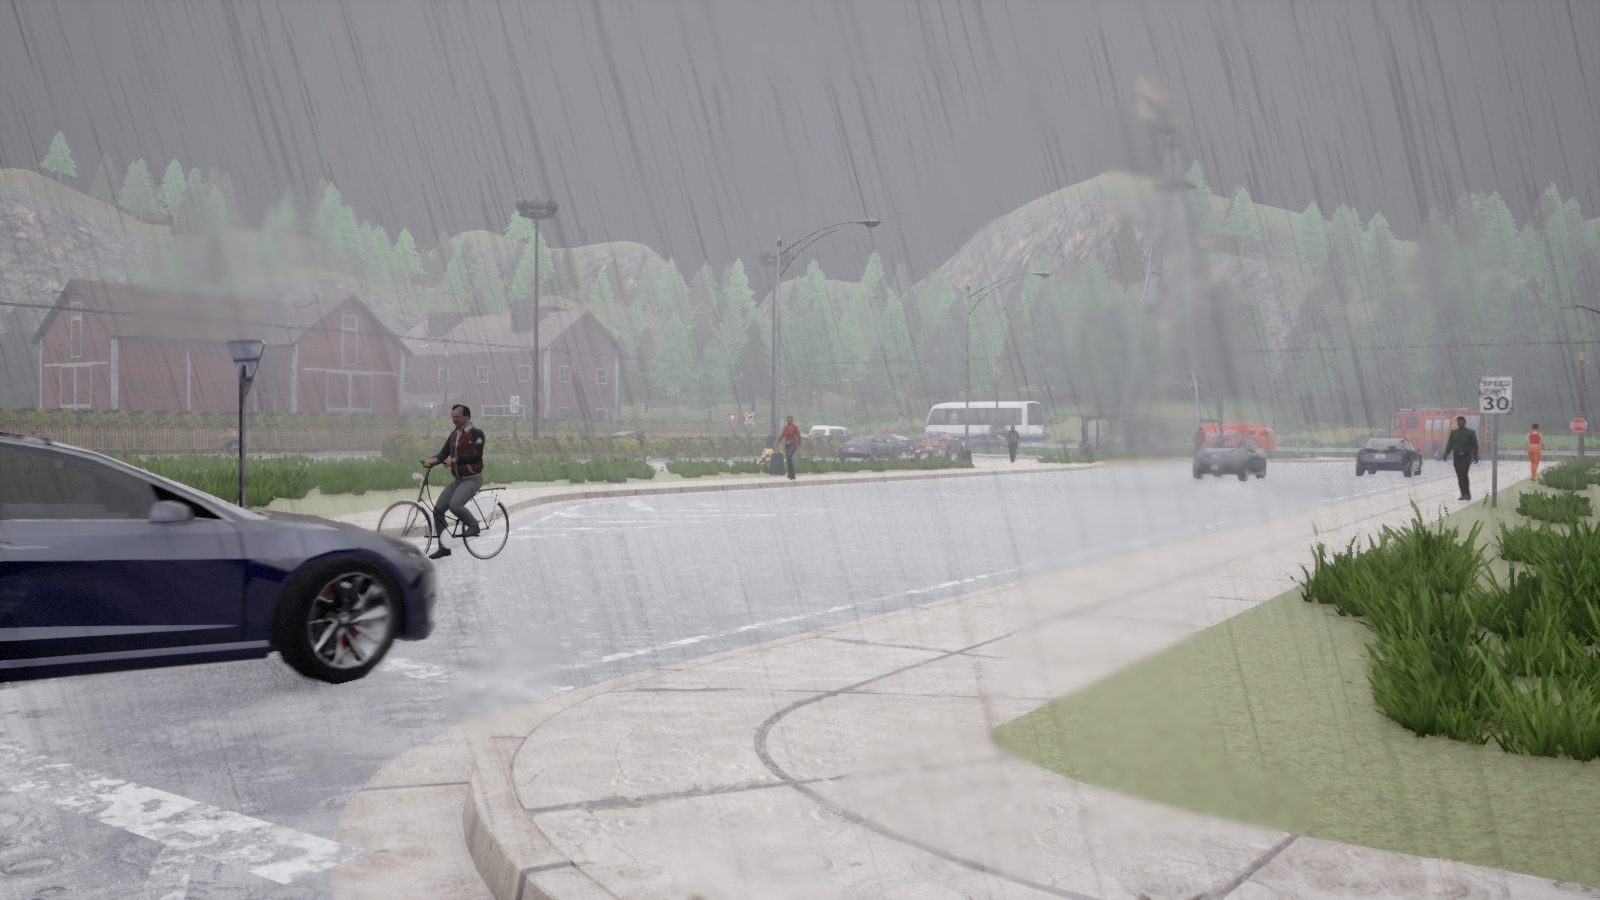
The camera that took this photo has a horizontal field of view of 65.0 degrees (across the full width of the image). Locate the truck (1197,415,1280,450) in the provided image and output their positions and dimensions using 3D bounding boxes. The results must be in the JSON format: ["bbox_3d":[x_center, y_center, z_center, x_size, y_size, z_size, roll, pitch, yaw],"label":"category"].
[{"bbox_3d":[31.824,-1.287,91.120,5.204,2.467,2.627,0,1,34],"label":"truck"}]

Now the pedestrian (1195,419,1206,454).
[{"bbox_3d":[21.995,-0.754,68.937,0.396,1.930,0.692,0,1,34],"label":"pedestrian"}]

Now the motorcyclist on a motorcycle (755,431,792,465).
[{"bbox_3d":[-1.230,-0.115,59.416,0.866,1.590,1.817,0,1,33],"label":"motorcyclist on a motorcycle"}]

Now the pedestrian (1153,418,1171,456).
[{"bbox_3d":[19.031,-0.687,66.056,0.659,1.952,0.873,0,1,36],"label":"pedestrian"}]

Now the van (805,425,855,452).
[{"bbox_3d":[2.327,-0.878,96.108,2.069,2.038,4.480,0,1,27],"label":"van"}]

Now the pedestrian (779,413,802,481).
[{"bbox_3d":[-0.268,-0.086,34.769,0.331,1.846,0.636,0,1,32],"label":"pedestrian"}]

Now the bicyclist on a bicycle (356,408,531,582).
[{"bbox_3d":[-3.862,0.449,13.748,0.659,1.776,1.843,0,1,33],"label":"bicyclist on a bicycle"}]

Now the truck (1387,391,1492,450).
[{"bbox_3d":[43.599,-2.003,85.973,2.891,3.827,8.468,0,1,0],"label":"truck"}]

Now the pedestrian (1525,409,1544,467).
[{"bbox_3d":[23.385,-0.372,39.978,0.594,1.836,0.345,-1,1,-40],"label":"pedestrian"}]

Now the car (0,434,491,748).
[{"bbox_3d":[-4.423,0.676,6.947,4.792,1.488,2.163,-1,1,-40],"label":"car"}]

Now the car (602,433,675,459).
[{"bbox_3d":[-9.960,-0.291,77.604,2.007,1.525,4.514,0,1,33],"label":"car"}]

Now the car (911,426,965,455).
[{"bbox_3d":[8.356,-0.599,75.639,2.152,1.651,5.027,0,1,19],"label":"car"}]

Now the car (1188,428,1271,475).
[{"bbox_3d":[14.537,0.035,42.391,1.845,1.501,3.633,0,1,33],"label":"car"}]

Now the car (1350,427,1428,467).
[{"bbox_3d":[23.193,-0.153,49.387,2.163,1.488,4.792,0,1,33],"label":"car"}]

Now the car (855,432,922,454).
[{"bbox_3d":[5.948,-0.457,84.972,1.812,1.442,4.674,-1,1,-38],"label":"car"}]

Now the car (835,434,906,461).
[{"bbox_3d":[3.786,-0.155,67.068,1.994,1.385,4.181,0,1,33],"label":"car"}]

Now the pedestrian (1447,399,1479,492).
[{"bbox_3d":[14.140,-0.107,26.772,0.423,1.949,0.788,0,1,43],"label":"pedestrian"}]

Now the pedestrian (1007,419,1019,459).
[{"bbox_3d":[9.932,-0.496,58.592,0.540,1.848,0.694,0,1,10],"label":"pedestrian"}]
